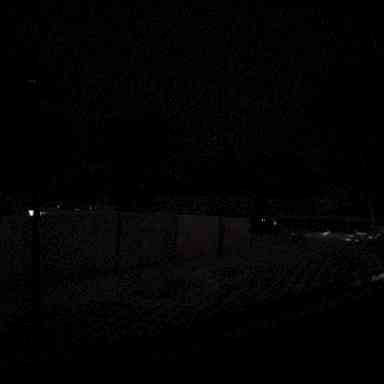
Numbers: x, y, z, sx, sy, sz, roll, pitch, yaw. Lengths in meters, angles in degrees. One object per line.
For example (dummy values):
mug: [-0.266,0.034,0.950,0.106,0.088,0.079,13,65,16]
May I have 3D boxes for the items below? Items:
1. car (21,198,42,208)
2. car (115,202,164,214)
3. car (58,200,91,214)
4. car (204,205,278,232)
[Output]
car: [-22.032,1.569,45.493,2.128,1.511,4.902,-4,3,-39]
car: [-4.324,1.605,27.135,4.902,1.511,2.128,0,3,41]
car: [-12.267,1.595,34.573,1.837,1.490,4.892,-5,3,-44]
car: [2.975,1.600,21.203,4.902,1.511,2.128,0,3,37]
